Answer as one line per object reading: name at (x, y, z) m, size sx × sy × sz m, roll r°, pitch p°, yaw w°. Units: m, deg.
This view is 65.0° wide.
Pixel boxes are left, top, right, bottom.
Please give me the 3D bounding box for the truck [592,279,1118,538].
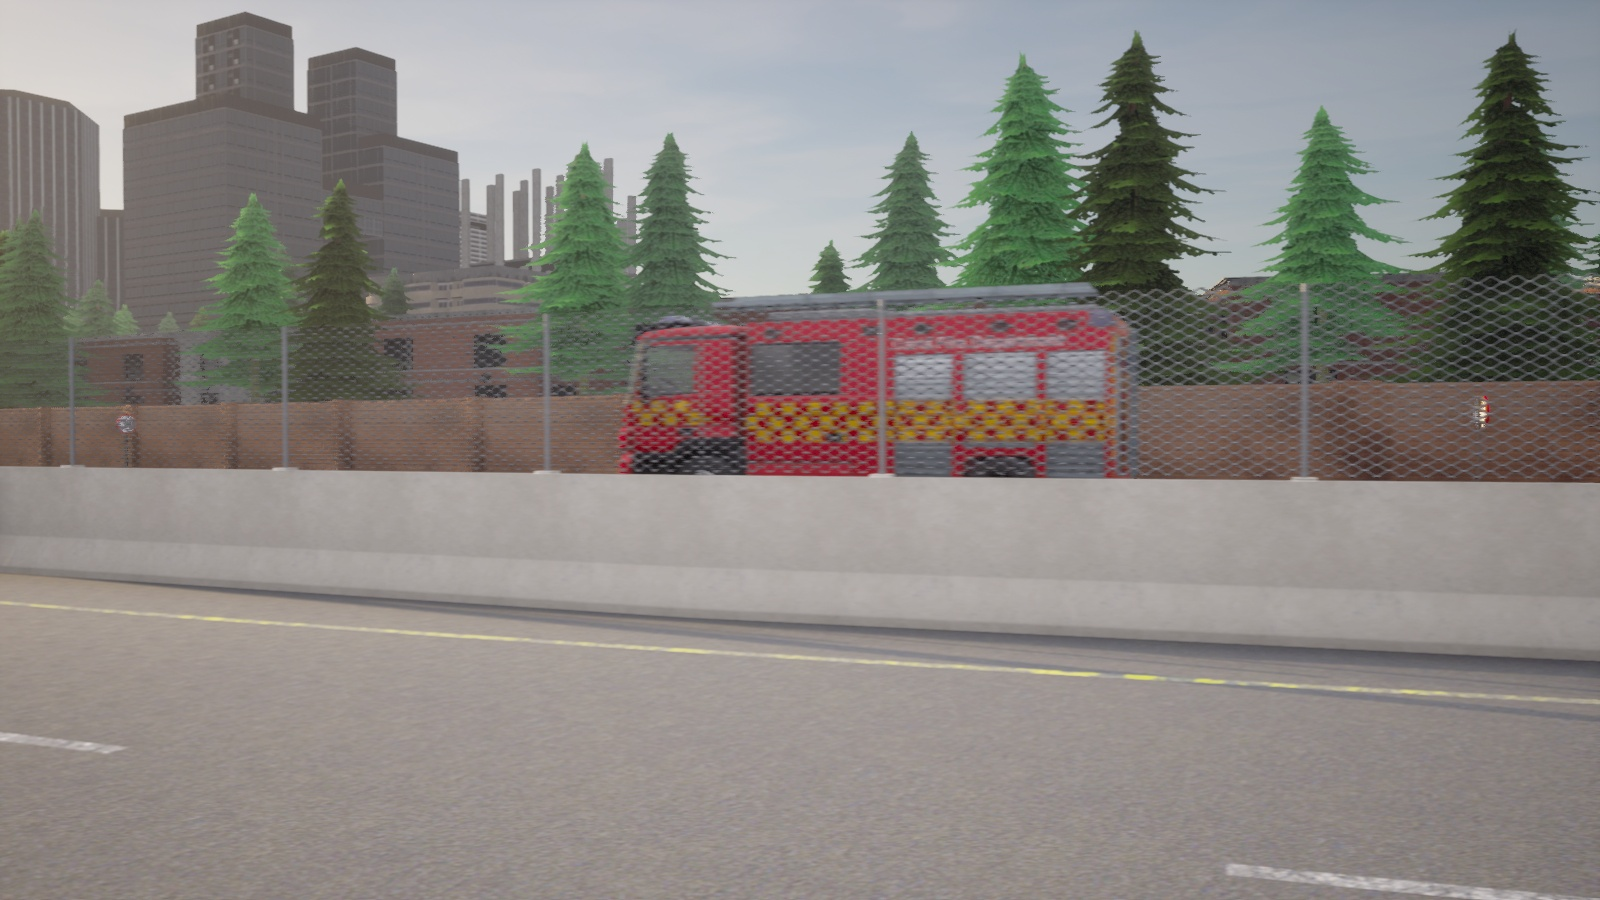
truck at (0.905, -0.665, 21.422) m, size 8.468 × 3.827 × 2.891 m, roll 1°, pitch 1°, yaw 21°
